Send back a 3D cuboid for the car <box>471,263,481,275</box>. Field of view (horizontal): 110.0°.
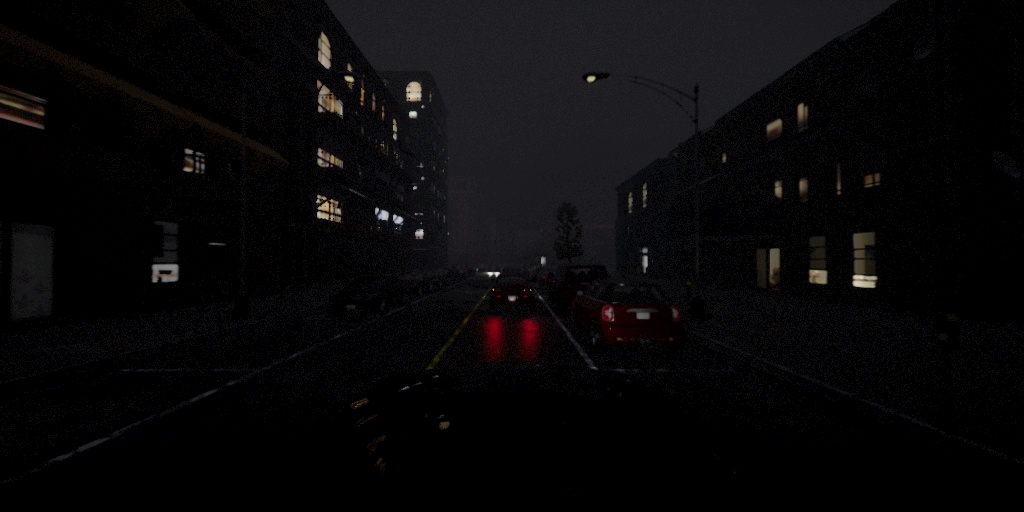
[{"bbox_3d":[-5.689,1.718,48.064,1.967,1.591,4.097,0,0,0],"label":"car"}]

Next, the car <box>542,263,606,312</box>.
[{"bbox_3d":[2.691,1.205,14.834,2.192,1.841,5.009,0,0,0],"label":"car"}]

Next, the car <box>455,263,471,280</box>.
[{"bbox_3d":[-5.689,1.584,36.986,1.967,1.591,4.097,0,0,0],"label":"car"}]

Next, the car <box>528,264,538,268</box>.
[{"bbox_3d":[2.691,1.644,31.448,1.948,1.339,4.313,0,0,0],"label":"car"}]

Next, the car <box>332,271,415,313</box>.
[{"bbox_3d":[-5.690,1.456,14.834,1.948,1.339,4.313,0,0,0],"label":"car"}]

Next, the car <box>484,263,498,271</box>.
[{"bbox_3d":[-3.063,1.917,60.367,2.128,1.511,4.902,0,-1,0],"label":"car"}]

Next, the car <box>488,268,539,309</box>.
[{"bbox_3d":[0.022,1.425,15.736,1.812,1.442,4.674,0,0,0],"label":"car"}]

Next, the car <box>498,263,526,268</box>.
[{"bbox_3d":[0.026,1.551,31.098,1.882,1.535,5.008,0,0,0],"label":"car"}]

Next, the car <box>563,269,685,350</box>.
[{"bbox_3d":[2.691,1.271,9.294,1.967,1.591,4.097,0,0,0],"label":"car"}]

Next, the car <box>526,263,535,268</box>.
[{"bbox_3d":[2.691,1.695,36.985,2.007,1.370,4.403,0,0,0],"label":"car"}]

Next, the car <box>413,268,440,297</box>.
[{"bbox_3d":[-5.689,1.501,20.371,2.007,1.370,4.403,0,0,0],"label":"car"}]

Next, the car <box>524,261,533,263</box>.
[{"bbox_3d":[2.692,1.870,53.773,1.751,1.417,4.829,0,0,0],"label":"car"}]

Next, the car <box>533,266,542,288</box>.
[{"bbox_3d":[2.691,1.595,25.909,1.802,1.307,4.207,0,0,0],"label":"car"}]

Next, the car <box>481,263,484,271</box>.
[{"bbox_3d":[-5.689,2.003,64.512,1.751,1.417,4.829,0,0,0],"label":"car"}]

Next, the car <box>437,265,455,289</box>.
[{"bbox_3d":[-5.690,1.564,25.909,2.007,1.370,4.403,0,0,0],"label":"car"}]
